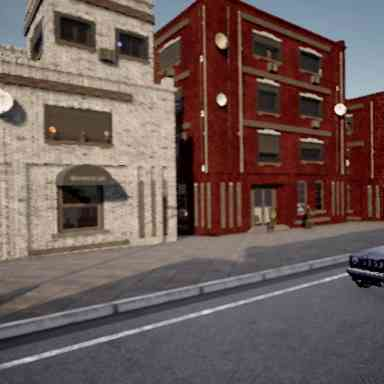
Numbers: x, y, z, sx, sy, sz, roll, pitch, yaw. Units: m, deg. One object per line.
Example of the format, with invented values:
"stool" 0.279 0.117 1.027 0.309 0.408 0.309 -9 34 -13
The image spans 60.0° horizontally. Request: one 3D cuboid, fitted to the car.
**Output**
"car" 5.744 1.582 7.970 4.718 1.301 1.895 0 0 -36
